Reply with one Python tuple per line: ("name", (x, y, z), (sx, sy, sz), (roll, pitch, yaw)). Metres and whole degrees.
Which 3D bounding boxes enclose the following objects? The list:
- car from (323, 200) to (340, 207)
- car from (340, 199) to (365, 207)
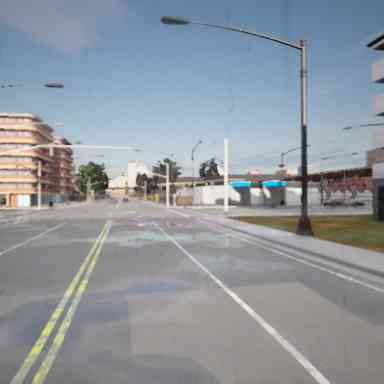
("car", (26.450, 2.099, 61.836), (4.718, 1.301, 1.895), (0, -1, -35))
("car", (29.017, 1.997, 59.431), (4.674, 1.442, 1.812), (0, 0, -34))
